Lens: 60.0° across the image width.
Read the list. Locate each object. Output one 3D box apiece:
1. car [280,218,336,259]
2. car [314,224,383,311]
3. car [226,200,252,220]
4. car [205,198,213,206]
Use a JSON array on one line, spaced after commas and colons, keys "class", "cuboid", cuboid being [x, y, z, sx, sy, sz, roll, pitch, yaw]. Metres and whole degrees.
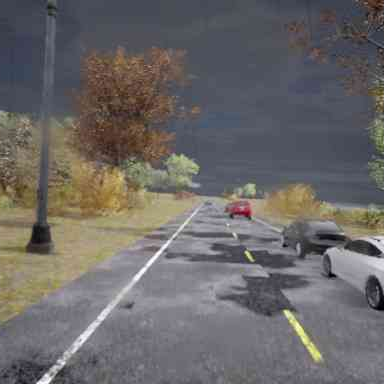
[{"class": "car", "cuboid": [5.130, 1.896, 14.304, 1.837, 1.490, 4.892, 2, -1, 3]}, {"class": "car", "cuboid": [4.821, 1.831, 8.313, 1.812, 1.442, 4.674, 2, -1, 3]}, {"class": "car", "cuboid": [5.305, 1.894, 36.892, 2.150, 2.045, 5.566, 2, 0, 4]}, {"class": "car", "cuboid": [3.998, 2.671, 80.682, 2.033, 1.411, 5.357, 2, -1, 3]}]
